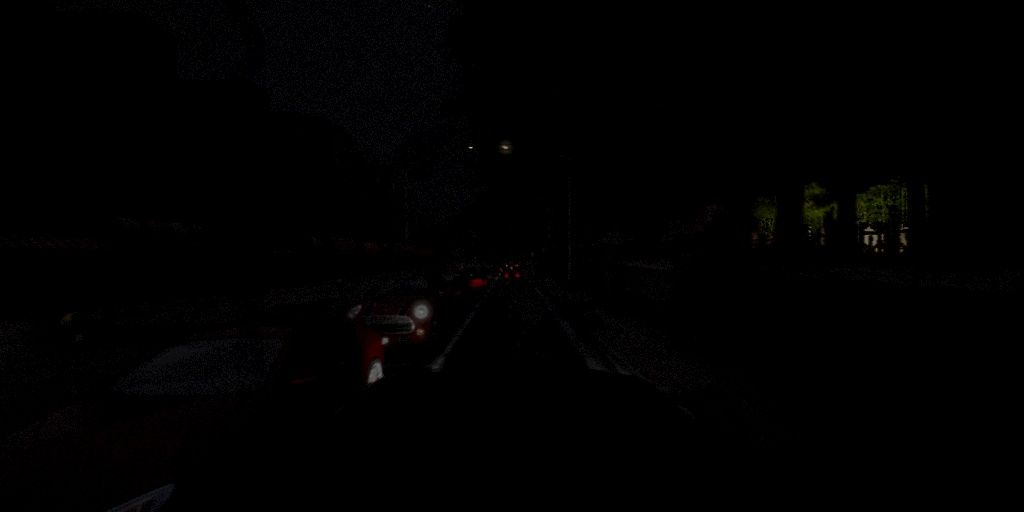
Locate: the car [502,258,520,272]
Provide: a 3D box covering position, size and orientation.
[{"bbox_3d":[0.012,1.347,46.307,1.812,1.442,4.674,0,-1,2],"label":"car"}]

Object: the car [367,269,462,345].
[{"bbox_3d":[-2.637,1.199,9.322,1.967,1.591,4.097,0,0,0],"label":"car"}]

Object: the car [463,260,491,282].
[{"bbox_3d":[-3.012,1.261,29.047,1.882,1.535,5.008,0,0,0],"label":"car"}]

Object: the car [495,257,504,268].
[{"bbox_3d":[-3.037,1.218,63.614,4.553,1.767,2.097,0,2,42],"label":"car"}]

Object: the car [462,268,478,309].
[{"bbox_3d":[-2.637,1.348,14.997,1.802,1.307,4.207,0,0,0],"label":"car"}]

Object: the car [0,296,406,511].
[{"bbox_3d":[-2.638,1.334,3.646,1.802,1.307,4.207,0,0,0],"label":"car"}]

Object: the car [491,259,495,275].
[{"bbox_3d":[-3.017,1.297,36.047,1.837,1.490,4.892,0,0,0],"label":"car"}]
